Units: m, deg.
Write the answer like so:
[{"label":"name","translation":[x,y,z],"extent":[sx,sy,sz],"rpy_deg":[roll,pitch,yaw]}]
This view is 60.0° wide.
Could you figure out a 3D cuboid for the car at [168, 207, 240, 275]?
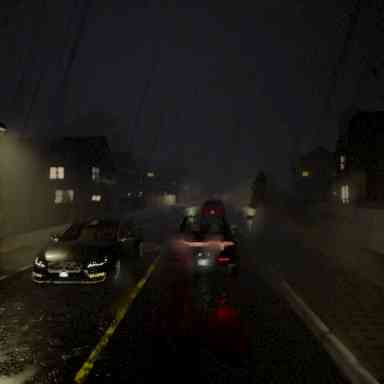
[{"label":"car","translation":[0.403,1.444,10.288],"extent":[2.128,1.511,4.902],"rpy_deg":[0,0,3]}]

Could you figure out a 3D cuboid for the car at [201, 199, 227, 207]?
[{"label":"car","translation":[1.804,1.339,27.378],"extent":[1.882,1.535,5.008],"rpy_deg":[0,0,7]}]

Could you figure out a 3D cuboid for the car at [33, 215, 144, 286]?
[{"label":"car","translation":[-2.580,1.465,9.387],"extent":[1.837,1.490,4.892],"rpy_deg":[0,0,3]}]
